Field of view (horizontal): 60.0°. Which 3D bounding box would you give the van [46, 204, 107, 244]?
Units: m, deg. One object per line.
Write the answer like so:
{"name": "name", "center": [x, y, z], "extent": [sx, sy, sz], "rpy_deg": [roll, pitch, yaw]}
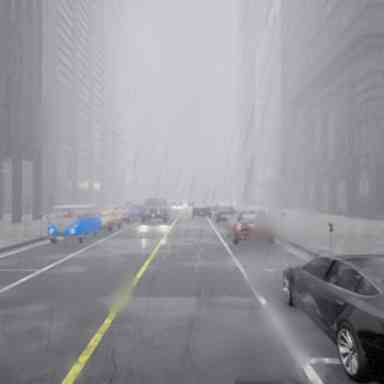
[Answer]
{"name": "van", "center": [-5.749, 1.513, 16.603], "extent": [1.690, 1.788, 3.998], "rpy_deg": [0, -1, 0]}

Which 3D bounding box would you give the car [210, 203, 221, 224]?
{"name": "car", "center": [2.788, 1.857, 27.871], "extent": [1.947, 1.339, 4.313], "rpy_deg": [0, -1, 0]}

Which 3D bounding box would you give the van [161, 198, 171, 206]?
{"name": "van", "center": [-5.692, 2.121, 72.967], "extent": [1.690, 1.788, 3.998], "rpy_deg": [0, -1, 0]}

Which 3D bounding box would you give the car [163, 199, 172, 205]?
{"name": "car", "center": [-5.685, 2.368, 78.431], "extent": [1.752, 1.417, 4.829], "rpy_deg": [0, -1, 0]}

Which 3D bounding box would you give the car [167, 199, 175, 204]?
{"name": "car", "center": [-5.674, 2.541, 89.873], "extent": [1.947, 1.339, 4.313], "rpy_deg": [0, -1, 0]}

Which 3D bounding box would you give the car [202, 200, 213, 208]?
{"name": "car", "center": [2.823, 2.237, 61.688], "extent": [1.802, 1.307, 4.206], "rpy_deg": [0, -1, 0]}

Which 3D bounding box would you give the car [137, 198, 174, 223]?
{"name": "car", "center": [-3.070, 1.523, 28.994], "extent": [2.150, 2.045, 5.566], "rpy_deg": [0, 0, 0]}

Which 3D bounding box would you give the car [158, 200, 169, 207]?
{"name": "car", "center": [-5.696, 2.299, 67.328], "extent": [1.802, 1.307, 4.206], "rpy_deg": [0, -1, 0]}

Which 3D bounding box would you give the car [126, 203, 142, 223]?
{"name": "car", "center": [-5.737, 1.841, 27.873], "extent": [2.008, 1.369, 4.403], "rpy_deg": [0, -1, 0]}

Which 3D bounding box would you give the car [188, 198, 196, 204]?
{"name": "car", "center": [0.085, 2.311, 82.505], "extent": [1.994, 1.385, 4.181], "rpy_deg": [0, -1, 0]}

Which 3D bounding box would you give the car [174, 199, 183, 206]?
{"name": "car", "center": [-2.928, 2.214, 69.709], "extent": [2.128, 1.511, 4.902], "rpy_deg": [0, -1, 0]}

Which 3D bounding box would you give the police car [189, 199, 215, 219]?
{"name": "police car", "center": [0.935, 1.777, 33.592], "extent": [1.930, 1.638, 5.238], "rpy_deg": [0, -1, 0]}

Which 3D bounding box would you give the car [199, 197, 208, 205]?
{"name": "car", "center": [2.844, 2.224, 84.233], "extent": [2.192, 1.841, 5.009], "rpy_deg": [0, -1, 0]}

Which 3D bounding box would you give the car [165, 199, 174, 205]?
{"name": "car", "center": [-5.679, 2.491, 84.236], "extent": [1.802, 1.307, 4.206], "rpy_deg": [0, -1, 0]}

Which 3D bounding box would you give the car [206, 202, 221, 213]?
{"name": "car", "center": [2.806, 2.054, 44.780], "extent": [1.802, 1.307, 4.206], "rpy_deg": [0, -1, 0]}

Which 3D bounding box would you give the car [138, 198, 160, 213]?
{"name": "car", "center": [-5.720, 1.787, 44.785], "extent": [2.192, 1.841, 5.009], "rpy_deg": [0, -1, 0]}

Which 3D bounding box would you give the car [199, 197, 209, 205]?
{"name": "car", "center": [2.839, 2.160, 78.597], "extent": [2.192, 1.841, 5.009], "rpy_deg": [0, -1, 0]}

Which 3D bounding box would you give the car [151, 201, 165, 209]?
{"name": "car", "center": [-5.708, 2.159, 56.055], "extent": [1.947, 1.339, 4.313], "rpy_deg": [0, -1, 0]}

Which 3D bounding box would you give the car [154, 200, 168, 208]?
{"name": "car", "center": [-5.702, 2.205, 61.691], "extent": [2.008, 1.369, 4.403], "rpy_deg": [0, -1, 0]}

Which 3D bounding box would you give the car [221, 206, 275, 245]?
{"name": "car", "center": [2.777, 1.613, 16.601], "extent": [1.967, 1.590, 4.097], "rpy_deg": [0, -1, 0]}

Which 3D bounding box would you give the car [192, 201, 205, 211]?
{"name": "car", "center": [0.951, 2.049, 49.480], "extent": [1.812, 1.442, 4.674], "rpy_deg": [0, -1, 0]}

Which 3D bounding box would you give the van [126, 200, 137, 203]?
{"name": "van", "center": [-5.732, 1.692, 33.512], "extent": [1.690, 1.788, 3.998], "rpy_deg": [0, -1, 0]}

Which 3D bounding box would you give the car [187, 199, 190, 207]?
{"name": "car", "center": [0.068, 2.211, 66.594], "extent": [1.837, 1.490, 4.892], "rpy_deg": [0, -1, 0]}

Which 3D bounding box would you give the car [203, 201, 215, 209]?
{"name": "car", "center": [2.817, 2.175, 56.052], "extent": [1.802, 1.307, 4.206], "rpy_deg": [0, -1, 0]}

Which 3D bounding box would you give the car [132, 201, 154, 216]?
{"name": "car", "center": [-5.726, 1.851, 39.147], "extent": [1.967, 1.590, 4.097], "rpy_deg": [0, -1, 0]}

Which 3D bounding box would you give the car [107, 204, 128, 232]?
{"name": "car", "center": [-5.743, 1.755, 22.068], "extent": [1.752, 1.417, 4.829], "rpy_deg": [0, -1, 0]}

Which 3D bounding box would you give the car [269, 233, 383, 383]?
{"name": "car", "center": [2.766, 1.622, 5.328], "extent": [1.947, 1.339, 4.313], "rpy_deg": [0, -1, 0]}
